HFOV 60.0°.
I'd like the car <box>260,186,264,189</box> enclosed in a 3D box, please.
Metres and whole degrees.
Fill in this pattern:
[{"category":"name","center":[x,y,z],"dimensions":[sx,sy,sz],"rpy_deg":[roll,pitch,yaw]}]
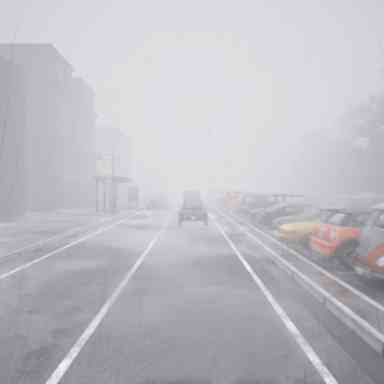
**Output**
[{"category":"car","center":[19.513,-0.050,80.056],"dimensions":[4.792,1.488,2.163],"rpy_deg":[0,3,0]}]

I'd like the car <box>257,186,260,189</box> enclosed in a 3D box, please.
[{"category":"car","center":[19.495,-0.205,82.964],"dimensions":[4.674,1.452,2.002],"rpy_deg":[0,3,0]}]

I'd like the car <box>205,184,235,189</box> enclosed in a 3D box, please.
[{"category":"car","center":[6.424,-0.178,77.228],"dimensions":[5.566,2.045,2.435],"rpy_deg":[0,3,0]}]

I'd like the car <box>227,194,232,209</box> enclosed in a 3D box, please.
[{"category":"car","center":[6.451,1.223,32.677],"dimensions":[5.366,1.575,1.946],"rpy_deg":[0,1,0]}]

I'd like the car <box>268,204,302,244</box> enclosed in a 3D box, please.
[{"category":"car","center":[6.023,1.404,13.195],"dimensions":[5.366,1.575,1.946],"rpy_deg":[0,0,0]}]

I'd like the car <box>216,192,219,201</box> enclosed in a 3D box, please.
[{"category":"car","center":[6.301,1.074,46.599],"dimensions":[5.008,1.535,2.097],"rpy_deg":[0,1,0]}]

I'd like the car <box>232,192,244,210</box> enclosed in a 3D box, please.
[{"category":"car","center":[6.226,1.126,30.019],"dimensions":[4.553,1.767,2.185],"rpy_deg":[0,1,0]}]

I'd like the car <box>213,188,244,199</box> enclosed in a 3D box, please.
[{"category":"car","center":[6.370,0.709,57.739],"dimensions":[4.553,1.767,2.185],"rpy_deg":[0,1,0]}]

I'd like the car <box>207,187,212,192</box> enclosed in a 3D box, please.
[{"category":"car","center":[6.381,0.213,74.455],"dimensions":[4.892,1.521,2.231],"rpy_deg":[0,3,0]}]

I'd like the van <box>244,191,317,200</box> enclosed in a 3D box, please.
[{"category":"van","center":[6.357,1.080,24.326],"dimensions":[4.442,1.987,1.878],"rpy_deg":[0,1,0]}]

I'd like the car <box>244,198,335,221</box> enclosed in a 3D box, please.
[{"category":"car","center":[6.238,1.332,21.545],"dimensions":[5.008,1.535,2.097],"rpy_deg":[0,1,0]}]

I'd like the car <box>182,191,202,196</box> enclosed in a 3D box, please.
[{"category":"car","center":[-0.004,0.831,41.426],"dimensions":[2.150,2.045,5.566],"rpy_deg":[0,1,0]}]

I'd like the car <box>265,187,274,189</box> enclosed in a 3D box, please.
[{"category":"car","center":[19.653,0.206,74.474],"dimensions":[5.366,1.575,1.946],"rpy_deg":[0,3,0]}]

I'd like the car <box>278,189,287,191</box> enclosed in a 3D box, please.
[{"category":"car","center":[19.429,0.661,63.329],"dimensions":[4.892,1.521,2.231],"rpy_deg":[0,2,0]}]

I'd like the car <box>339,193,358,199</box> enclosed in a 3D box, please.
[{"category":"car","center":[19.325,0.947,35.458],"dimensions":[5.566,2.045,2.435],"rpy_deg":[0,1,0]}]

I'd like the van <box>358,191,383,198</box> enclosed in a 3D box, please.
[{"category":"van","center":[19.229,1.000,32.674],"dimensions":[4.442,1.987,1.878],"rpy_deg":[0,1,0]}]

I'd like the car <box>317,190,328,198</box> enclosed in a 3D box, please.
[{"category":"car","center":[19.409,0.986,43.937],"dimensions":[4.553,1.767,2.185],"rpy_deg":[0,1,0]}]

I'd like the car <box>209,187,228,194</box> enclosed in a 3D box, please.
[{"category":"car","center":[6.443,-0.359,82.799],"dimensions":[4.553,1.767,2.185],"rpy_deg":[0,3,0]}]

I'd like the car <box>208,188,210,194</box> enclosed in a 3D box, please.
[{"category":"car","center":[6.350,0.370,71.681],"dimensions":[4.792,1.488,2.163],"rpy_deg":[0,2,0]}]

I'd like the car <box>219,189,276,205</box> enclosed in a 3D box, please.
[{"category":"car","center":[6.310,0.921,38.241],"dimensions":[5.566,2.045,2.435],"rpy_deg":[0,1,0]}]

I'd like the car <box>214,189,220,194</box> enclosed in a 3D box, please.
[{"category":"car","center":[6.362,0.781,54.960],"dimensions":[4.553,1.767,2.185],"rpy_deg":[0,1,0]}]

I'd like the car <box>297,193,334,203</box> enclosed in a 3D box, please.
[{"category":"car","center":[19.408,0.966,52.308],"dimensions":[5.008,1.535,2.097],"rpy_deg":[0,1,0]}]

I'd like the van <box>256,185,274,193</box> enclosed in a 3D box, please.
[{"category":"van","center":[19.382,-0.792,88.398],"dimensions":[4.442,1.987,1.878],"rpy_deg":[-1,3,0]}]

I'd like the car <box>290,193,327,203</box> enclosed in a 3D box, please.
[{"category":"car","center":[19.226,0.899,55.098],"dimensions":[5.366,1.575,1.946],"rpy_deg":[0,1,0]}]

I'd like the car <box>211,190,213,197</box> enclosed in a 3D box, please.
[{"category":"car","center":[6.376,0.782,60.530],"dimensions":[4.792,1.488,2.163],"rpy_deg":[0,2,0]}]

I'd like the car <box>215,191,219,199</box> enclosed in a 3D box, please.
[{"category":"car","center":[6.308,1.026,49.388],"dimensions":[5.008,1.535,2.097],"rpy_deg":[0,1,0]}]

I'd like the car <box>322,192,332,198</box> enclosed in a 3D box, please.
[{"category":"car","center":[19.365,1.143,41.154],"dimensions":[5.008,1.535,2.097],"rpy_deg":[0,1,0]}]

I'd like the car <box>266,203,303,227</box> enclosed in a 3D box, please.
[{"category":"car","center":[6.219,1.423,15.978],"dimensions":[4.674,1.452,2.002],"rpy_deg":[0,1,0]}]

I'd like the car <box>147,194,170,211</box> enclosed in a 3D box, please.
[{"category":"car","center":[-3.422,1.038,34.487],"dimensions":[2.097,1.767,4.553],"rpy_deg":[0,1,0]}]

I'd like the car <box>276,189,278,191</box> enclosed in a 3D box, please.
[{"category":"car","center":[19.438,0.557,66.245],"dimensions":[5.008,1.535,2.097],"rpy_deg":[0,2,0]}]

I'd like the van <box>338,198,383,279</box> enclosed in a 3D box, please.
[{"category":"van","center":[6.075,1.229,7.690],"dimensions":[4.442,1.987,1.878],"rpy_deg":[0,1,0]}]

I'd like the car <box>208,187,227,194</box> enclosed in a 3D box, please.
[{"category":"car","center":[6.450,-0.369,85.589],"dimensions":[4.792,1.488,2.163],"rpy_deg":[0,3,0]}]

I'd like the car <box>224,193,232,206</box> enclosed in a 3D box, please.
[{"category":"car","center":[6.268,1.199,35.461],"dimensions":[5.008,1.535,2.097],"rpy_deg":[0,1,0]}]

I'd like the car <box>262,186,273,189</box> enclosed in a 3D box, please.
[{"category":"car","center":[19.661,0.067,77.266],"dimensions":[5.366,1.575,1.946],"rpy_deg":[0,3,0]}]

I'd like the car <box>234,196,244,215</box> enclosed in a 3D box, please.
[{"category":"car","center":[6.255,1.281,27.112],"dimensions":[4.892,1.521,2.231],"rpy_deg":[0,1,0]}]

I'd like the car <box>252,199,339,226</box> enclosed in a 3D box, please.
[{"category":"car","center":[6.219,1.358,18.762],"dimensions":[5.008,1.535,2.097],"rpy_deg":[0,1,0]}]

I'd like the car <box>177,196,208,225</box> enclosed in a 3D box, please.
[{"category":"car","center":[0.064,1.299,22.163],"dimensions":[2.128,1.511,4.902],"rpy_deg":[0,1,0]}]

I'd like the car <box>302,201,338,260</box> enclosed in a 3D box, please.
[{"category":"car","center":[6.169,1.306,10.411],"dimensions":[4.553,1.767,2.185],"rpy_deg":[0,0,0]}]

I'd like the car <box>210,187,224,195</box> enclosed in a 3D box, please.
[{"category":"car","center":[6.332,0.438,66.097],"dimensions":[4.553,1.767,2.185],"rpy_deg":[0,2,0]}]

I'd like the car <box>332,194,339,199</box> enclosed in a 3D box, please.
[{"category":"car","center":[19.547,1.169,38.245],"dimensions":[5.366,1.575,1.946],"rpy_deg":[0,1,0]}]
